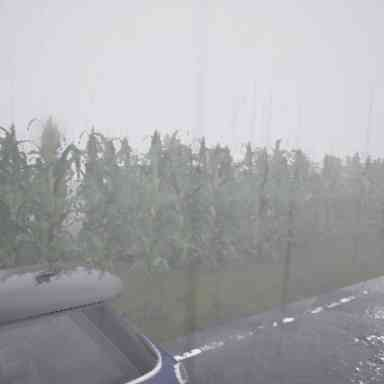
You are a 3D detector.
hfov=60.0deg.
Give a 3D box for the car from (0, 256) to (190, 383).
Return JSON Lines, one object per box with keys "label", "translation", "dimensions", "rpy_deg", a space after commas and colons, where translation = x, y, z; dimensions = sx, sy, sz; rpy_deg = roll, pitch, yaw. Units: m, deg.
{"label": "car", "translation": [-2.151, 1.349, 1.539], "dimensions": [4.553, 1.767, 2.097], "rpy_deg": [0, 0, -36]}
